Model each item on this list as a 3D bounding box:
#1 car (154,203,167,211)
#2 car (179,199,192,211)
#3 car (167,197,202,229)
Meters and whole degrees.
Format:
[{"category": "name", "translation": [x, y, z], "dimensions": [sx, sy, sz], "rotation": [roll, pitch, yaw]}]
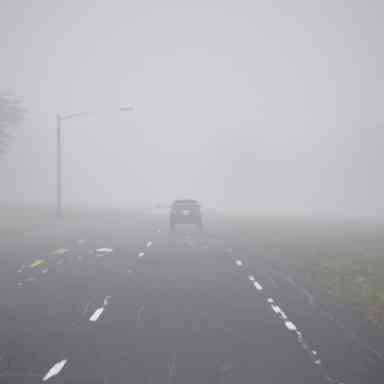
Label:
[{"category": "car", "translation": [-5.197, 2.409, 55.622], "dimensions": [1.895, 1.301, 4.718], "rotation": [-1, -1, 4]}, {"category": "car", "translation": [-1.099, 2.099, 54.534], "dimensions": [2.097, 1.767, 4.553], "rotation": [-1, -1, -1]}, {"category": "car", "translation": [-0.466, 1.536, 24.441], "dimensions": [2.150, 2.045, 5.566], "rotation": [-1, -1, -1]}]
